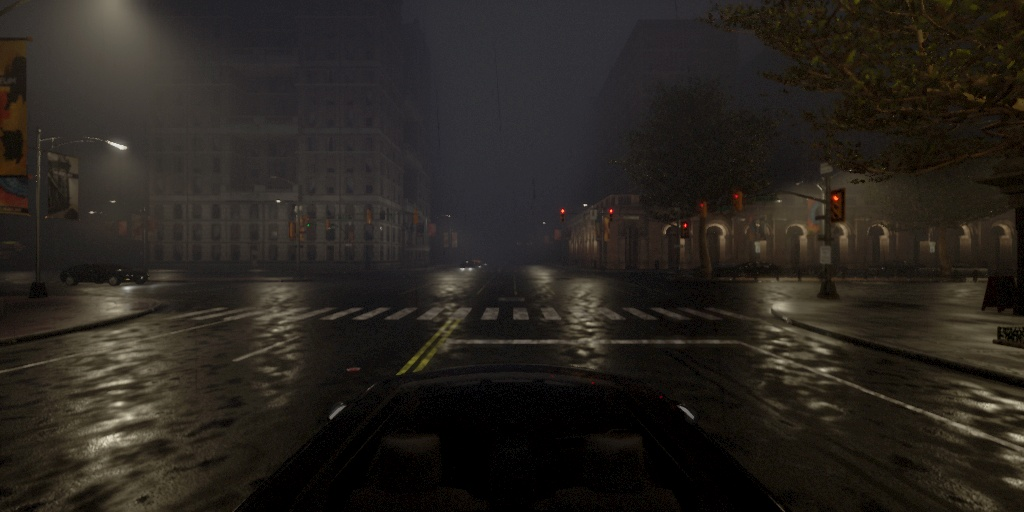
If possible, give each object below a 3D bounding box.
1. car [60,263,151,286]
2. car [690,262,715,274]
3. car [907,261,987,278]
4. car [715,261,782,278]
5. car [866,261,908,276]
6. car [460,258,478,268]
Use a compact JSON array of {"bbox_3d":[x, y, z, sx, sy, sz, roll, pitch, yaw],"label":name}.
[{"bbox_3d":[-27.649,1.238,24.441,4.892,1.490,1.837,0,0,0],"label":"car"},{"bbox_3d":[20.907,1.273,35.938,5.357,1.411,2.033,0,0,0],"label":"car"},{"bbox_3d":[39.325,1.328,32.349,4.718,1.301,1.895,0,0,0],"label":"car"},{"bbox_3d":[21.609,1.232,32.430,4.892,1.490,1.837,0,0,0],"label":"car"},{"bbox_3d":[38.339,1.217,35.850,4.902,1.511,2.128,0,0,0],"label":"car"},{"bbox_3d":[-7.152,1.273,58.087,1.994,1.385,4.181,0,0,0],"label":"car"}]
